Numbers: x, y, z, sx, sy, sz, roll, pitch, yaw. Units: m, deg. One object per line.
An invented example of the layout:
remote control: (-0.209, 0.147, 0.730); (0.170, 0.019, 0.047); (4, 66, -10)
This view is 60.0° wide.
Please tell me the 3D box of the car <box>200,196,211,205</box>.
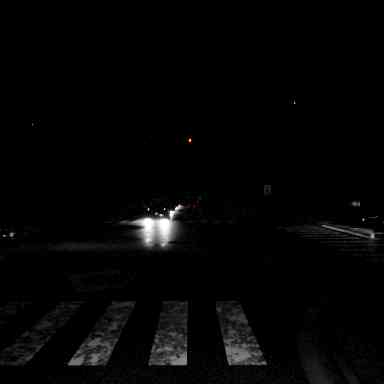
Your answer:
car: (2.397, 1.641, 47.147); (1.802, 1.307, 4.206); (0, 0, 0)

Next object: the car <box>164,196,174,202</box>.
car: (-5.553, 1.694, 80.228); (2.008, 1.369, 4.403); (0, 0, 0)

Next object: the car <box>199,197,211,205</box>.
car: (2.435, 1.647, 63.678); (2.008, 1.369, 4.403); (0, 0, 0)

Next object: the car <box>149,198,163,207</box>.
car: (-5.615, 1.653, 52.675); (1.802, 1.307, 4.206); (0, 0, 0)

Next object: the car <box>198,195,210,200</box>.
car: (2.410, 1.637, 52.657); (1.947, 1.339, 4.313); (0, 0, 0)

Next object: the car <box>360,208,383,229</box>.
car: (13.042, 1.457, 20.633); (4.892, 1.490, 1.837); (0, 0, 0)

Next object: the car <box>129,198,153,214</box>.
car: (-5.652, 1.480, 36.143); (1.967, 1.590, 4.097); (0, 0, 0)

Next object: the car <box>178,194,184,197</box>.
car: (-3.009, 1.584, 62.043); (2.128, 1.511, 4.902); (0, 0, 1)

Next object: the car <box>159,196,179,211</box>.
car: (-3.097, 1.614, 41.978); (1.994, 1.385, 4.181); (0, 0, 1)

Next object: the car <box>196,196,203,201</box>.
car: (2.084, 1.698, 90.093); (1.812, 1.442, 4.674); (0, 0, 0)

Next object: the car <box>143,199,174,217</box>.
car: (-3.143, 1.634, 32.022); (1.895, 1.301, 4.718); (0, 0, 1)

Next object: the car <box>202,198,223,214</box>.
car: (2.373, 1.606, 36.124); (1.947, 1.339, 4.313); (0, 0, 0)

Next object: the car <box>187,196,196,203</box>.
car: (-0.171, 1.679, 74.051); (1.994, 1.385, 4.181); (0, 0, 0)

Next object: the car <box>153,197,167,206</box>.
car: (-5.603, 1.634, 58.186); (2.008, 1.369, 4.403); (0, 0, 0)

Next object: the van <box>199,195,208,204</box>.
van: (2.447, 1.453, 69.189); (1.690, 1.788, 3.998); (0, 0, 0)

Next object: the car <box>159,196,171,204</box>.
car: (-5.578, 1.552, 69.207); (1.967, 1.590, 4.097); (0, 0, 0)

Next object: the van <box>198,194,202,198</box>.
van: (2.422, 1.424, 58.168); (1.690, 1.788, 3.998); (0, 0, 0)

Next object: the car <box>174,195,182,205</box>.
car: (-3.075, 1.633, 51.962); (1.994, 1.385, 4.181); (0, 0, 0)

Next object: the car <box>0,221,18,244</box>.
car: (-9.938, 1.523, 13.862); (4.902, 1.511, 2.128); (0, 0, 0)

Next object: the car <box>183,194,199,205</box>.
car: (-0.105, 1.582, 61.658); (2.128, 1.511, 4.902); (0, 0, 0)
